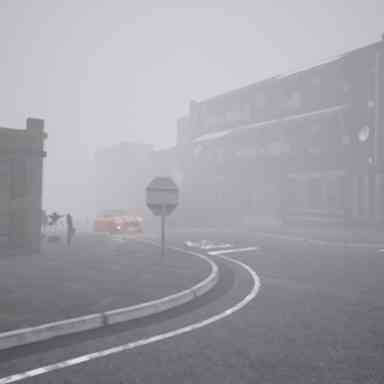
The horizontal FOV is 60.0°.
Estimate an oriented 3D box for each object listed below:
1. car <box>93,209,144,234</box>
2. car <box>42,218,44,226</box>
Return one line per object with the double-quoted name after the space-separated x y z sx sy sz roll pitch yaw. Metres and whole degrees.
-5.117 1.944 22.803 2.097 1.767 4.553 2 -6 -37 "car"
-20.301 3.835 43.143 2.033 1.411 5.357 2 -4 -36 "car"
